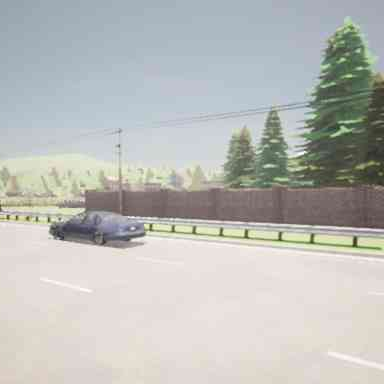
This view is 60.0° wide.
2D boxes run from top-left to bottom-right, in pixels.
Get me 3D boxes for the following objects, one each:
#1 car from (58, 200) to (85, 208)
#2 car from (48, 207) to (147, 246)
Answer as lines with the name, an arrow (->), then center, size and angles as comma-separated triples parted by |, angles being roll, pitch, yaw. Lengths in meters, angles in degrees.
car -> -18.034, 1.904, 50.191 | 4.181, 1.385, 1.994 | 0, 0, -28
car -> -4.618, 1.648, 15.880 | 5.357, 1.411, 2.033 | 0, 0, 36
